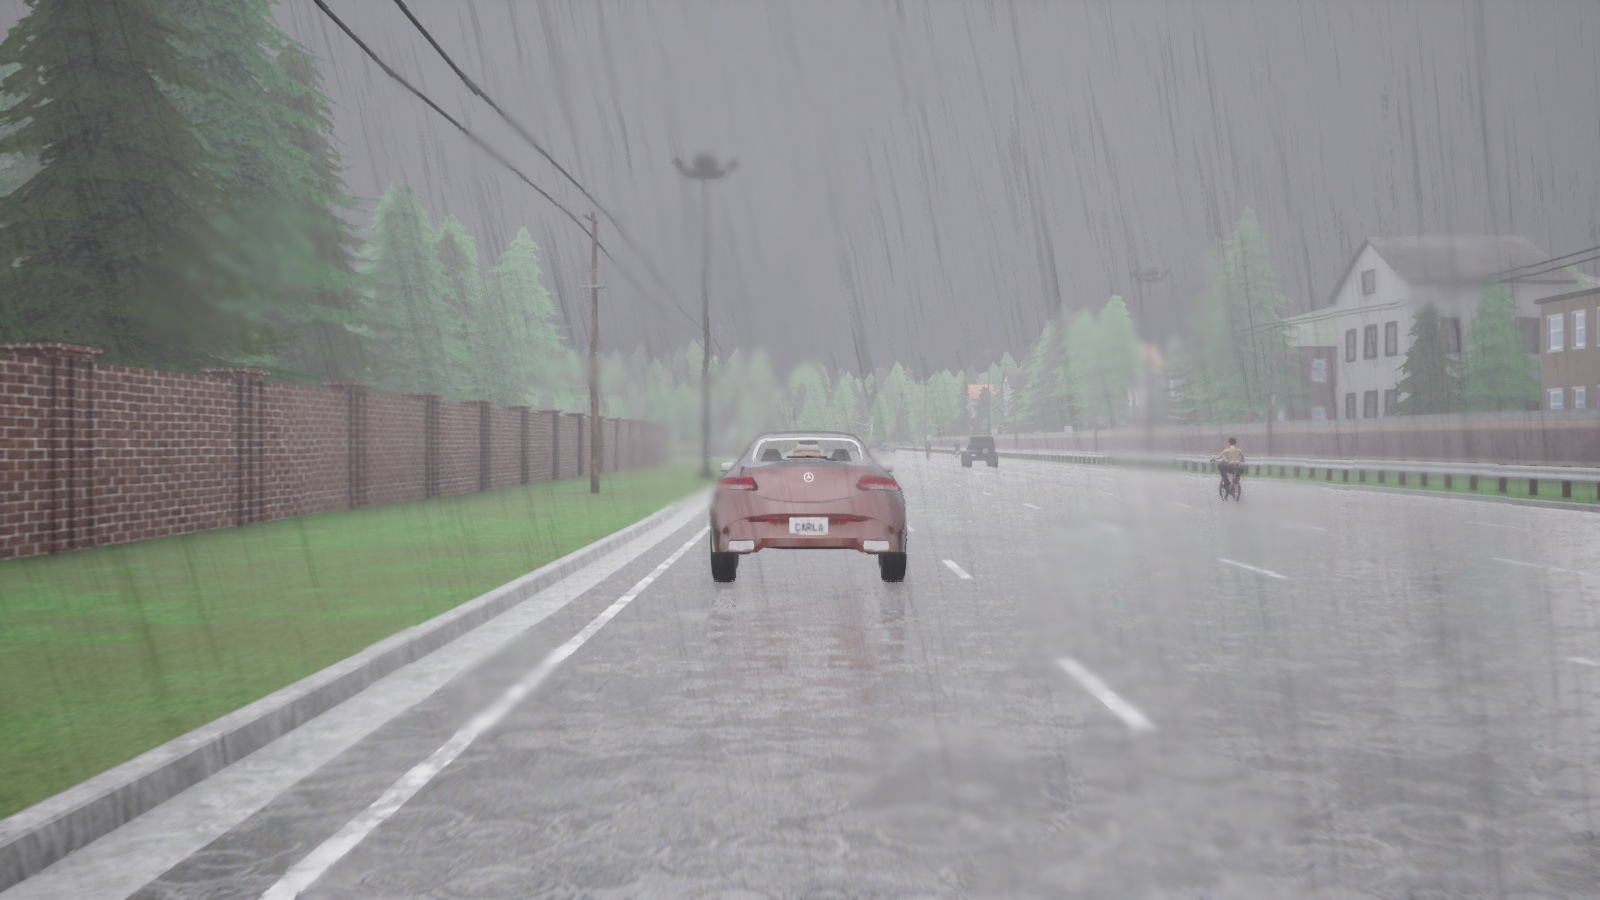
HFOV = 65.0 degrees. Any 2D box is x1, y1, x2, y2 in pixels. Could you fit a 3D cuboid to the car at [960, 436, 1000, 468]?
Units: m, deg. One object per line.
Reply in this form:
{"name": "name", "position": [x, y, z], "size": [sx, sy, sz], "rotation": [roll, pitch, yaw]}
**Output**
{"name": "car", "position": [10.953, 0.119, 76.604], "size": [1.905, 1.878, 3.866], "rotation": [0, 0, 0]}

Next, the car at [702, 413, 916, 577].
{"name": "car", "position": [0.102, 0.440, 15.134], "size": [2.152, 1.651, 5.027], "rotation": [0, 0, 0]}

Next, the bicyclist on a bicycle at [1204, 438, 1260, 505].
{"name": "bicyclist on a bicycle", "position": [10.688, 0.516, 31.131], "size": [0.866, 1.612, 1.509], "rotation": [0, 0, 1]}
